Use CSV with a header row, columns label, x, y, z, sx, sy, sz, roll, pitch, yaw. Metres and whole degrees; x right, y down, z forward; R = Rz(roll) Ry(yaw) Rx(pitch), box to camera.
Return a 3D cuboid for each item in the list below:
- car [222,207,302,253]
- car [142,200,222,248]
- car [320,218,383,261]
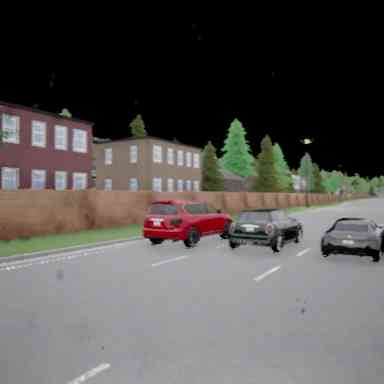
label,x,y,z,sx,sy,sz,roll,pitch,yaw
car,3.407,1.505,14.866,2.097,1.767,4.553,0,-1,32
car,-0.019,1.398,16.002,2.150,2.045,5.566,0,0,32
car,6.396,1.694,13.046,1.994,1.385,4.181,0,-1,32
